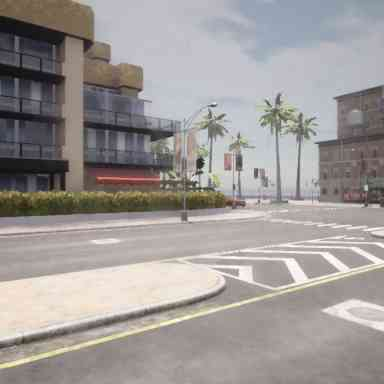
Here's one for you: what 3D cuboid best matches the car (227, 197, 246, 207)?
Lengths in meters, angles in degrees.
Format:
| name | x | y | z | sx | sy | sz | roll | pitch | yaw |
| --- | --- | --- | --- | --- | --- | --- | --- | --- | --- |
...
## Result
| name | x | y | z | sx | sy | sz | roll | pitch | yaw |
| --- | --- | --- | --- | --- | --- | --- | --- | --- | --- |
| car | 6.156 | 1.478 | 51.241 | 1.882 | 1.535 | 5.008 | 0 | 0 | -35 |
